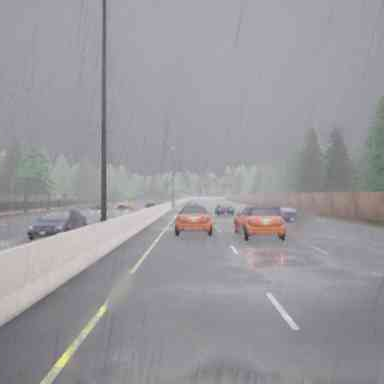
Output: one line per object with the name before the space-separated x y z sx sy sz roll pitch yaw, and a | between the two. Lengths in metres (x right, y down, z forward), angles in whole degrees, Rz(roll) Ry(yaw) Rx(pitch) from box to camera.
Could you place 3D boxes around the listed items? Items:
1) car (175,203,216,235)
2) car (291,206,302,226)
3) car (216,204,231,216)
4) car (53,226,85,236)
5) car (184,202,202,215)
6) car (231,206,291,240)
car | 0.096 1.555 20.201 2.097 1.767 4.553 0 -1 0
car | 7.081 1.784 25.717 1.812 1.442 4.674 0 -1 0
car | 3.585 1.978 37.629 1.895 1.301 4.718 0 -1 0
car | -7.103 1.709 18.113 1.812 1.442 4.674 0 -1 0
car | 0.093 1.961 39.559 1.994 1.385 4.181 0 -1 0
car | 3.596 1.536 18.316 2.097 1.767 4.553 0 -1 0
